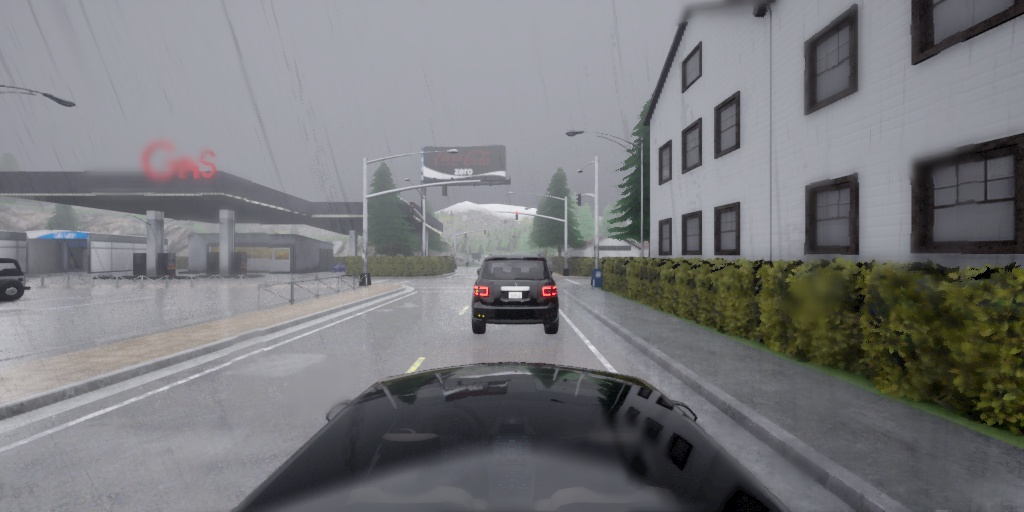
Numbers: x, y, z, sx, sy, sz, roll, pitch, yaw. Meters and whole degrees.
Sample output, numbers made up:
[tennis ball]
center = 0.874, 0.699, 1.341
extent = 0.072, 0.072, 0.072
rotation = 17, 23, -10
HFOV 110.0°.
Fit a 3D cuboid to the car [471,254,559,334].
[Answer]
[car]
center = 0.087, 0.971, 10.724
extent = 2.150, 2.045, 5.566
rotation = 0, 0, 0
